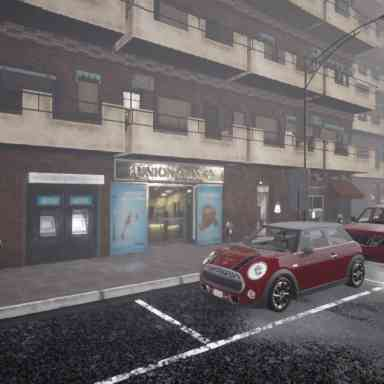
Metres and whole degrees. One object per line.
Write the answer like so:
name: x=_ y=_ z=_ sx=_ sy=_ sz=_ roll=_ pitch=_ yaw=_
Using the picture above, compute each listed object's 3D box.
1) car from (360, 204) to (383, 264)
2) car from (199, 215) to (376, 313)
car: x=6.628 y=1.320 z=10.844 sx=5.009 sy=1.841 sz=2.192 roll=0 pitch=0 yaw=-36
car: x=2.126 y=1.442 z=7.621 sx=4.097 sy=1.590 sz=1.967 roll=0 pitch=0 yaw=-36
